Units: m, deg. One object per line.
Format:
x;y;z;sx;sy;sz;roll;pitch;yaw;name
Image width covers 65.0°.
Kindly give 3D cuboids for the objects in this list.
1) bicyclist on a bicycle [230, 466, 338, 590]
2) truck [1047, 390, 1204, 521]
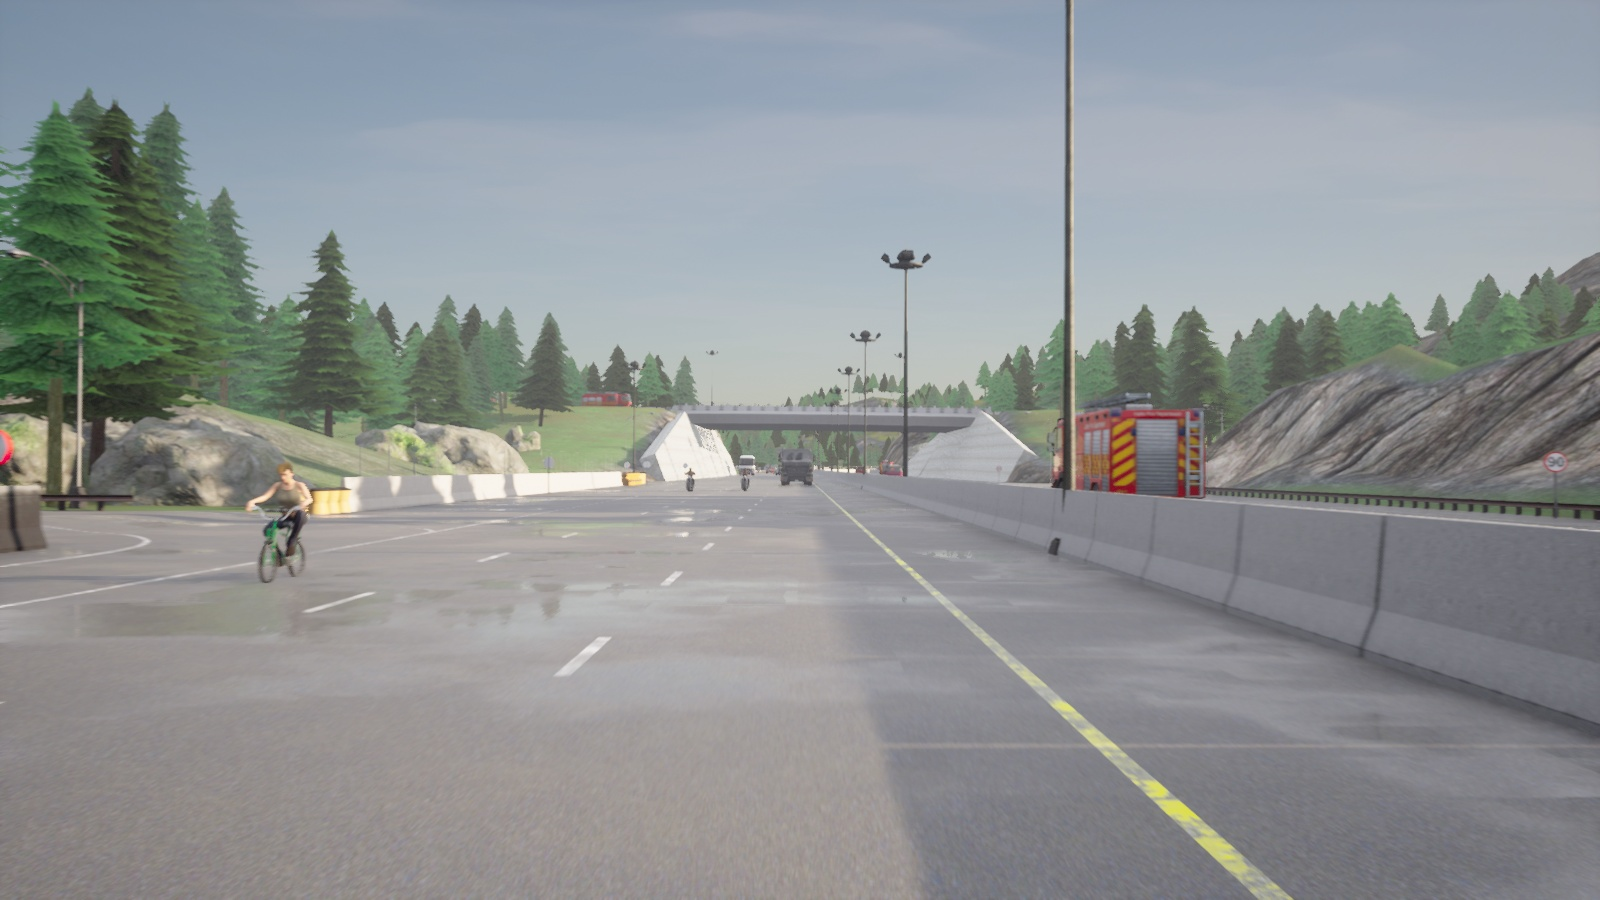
-7.046;1.032;17.216;0.866;1.612;1.509;0;-1;0;bicyclist on a bicycle
10.396;0.217;41.132;2.891;3.827;8.468;0;-1;0;truck
